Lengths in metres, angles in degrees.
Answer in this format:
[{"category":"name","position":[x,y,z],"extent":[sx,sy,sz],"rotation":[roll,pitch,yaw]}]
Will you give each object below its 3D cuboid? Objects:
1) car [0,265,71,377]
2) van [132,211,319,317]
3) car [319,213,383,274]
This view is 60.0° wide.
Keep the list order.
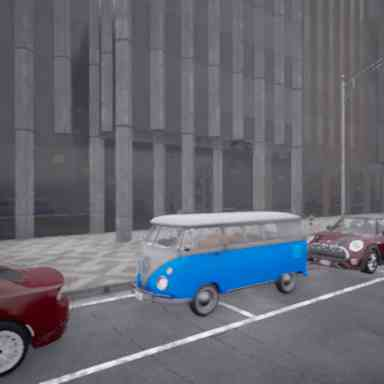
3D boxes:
[{"category":"car","position":[-3.829,1.544,3.919],"extent":[4.507,1.381,1.887],"rotation":[0,0,-35]},{"category":"van","position":[0.759,1.343,7.193],"extent":[3.998,1.788,1.690],"rotation":[0,0,-35]},{"category":"car","position":[5.349,1.445,10.466],"extent":[4.097,1.590,1.967],"rotation":[0,0,-35]}]
